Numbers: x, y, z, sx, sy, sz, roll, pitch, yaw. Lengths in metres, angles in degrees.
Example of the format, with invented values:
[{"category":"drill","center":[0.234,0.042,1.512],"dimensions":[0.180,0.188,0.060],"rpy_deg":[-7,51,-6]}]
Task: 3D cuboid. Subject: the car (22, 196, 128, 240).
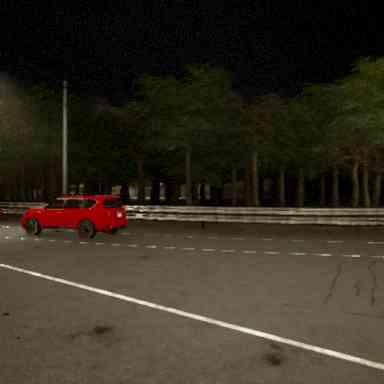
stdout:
[{"category":"car","center":[-6.006,1.211,17.050],"dimensions":[5.566,2.045,2.150],"rpy_deg":[0,0,20]}]
